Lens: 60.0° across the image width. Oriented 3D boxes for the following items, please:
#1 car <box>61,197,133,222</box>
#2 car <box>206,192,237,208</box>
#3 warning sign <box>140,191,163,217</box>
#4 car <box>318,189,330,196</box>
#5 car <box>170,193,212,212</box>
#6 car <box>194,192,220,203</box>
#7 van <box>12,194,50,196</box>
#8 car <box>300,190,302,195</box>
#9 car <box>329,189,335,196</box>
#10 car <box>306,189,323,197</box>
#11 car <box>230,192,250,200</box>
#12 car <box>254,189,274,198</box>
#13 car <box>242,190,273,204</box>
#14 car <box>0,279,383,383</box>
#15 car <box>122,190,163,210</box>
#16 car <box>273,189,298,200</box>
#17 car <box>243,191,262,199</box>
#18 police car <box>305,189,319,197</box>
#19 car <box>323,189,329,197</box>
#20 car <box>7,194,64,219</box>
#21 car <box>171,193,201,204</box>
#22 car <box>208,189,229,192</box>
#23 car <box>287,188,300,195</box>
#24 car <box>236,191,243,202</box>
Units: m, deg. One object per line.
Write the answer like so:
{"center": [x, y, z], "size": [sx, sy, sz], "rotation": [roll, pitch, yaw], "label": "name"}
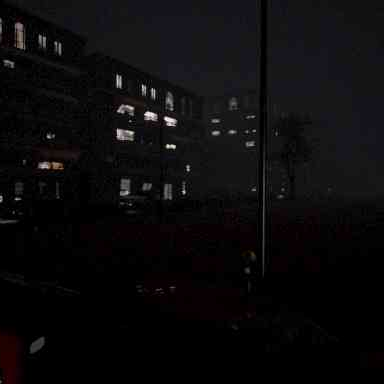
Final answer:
{"center": [-6.653, 1.329, 23.745], "size": [1.947, 1.339, 4.313], "rotation": [2, 2, 35], "label": "car"}
{"center": [2.896, 1.051, 37.452], "size": [2.008, 1.369, 4.403], "rotation": [2, 2, 35], "label": "car"}
{"center": [-3.033, 0.851, 24.820], "size": [1.300, 1.860, 1.060], "rotation": [-1, 0, 35], "label": "warning sign"}
{"center": [33.656, 0.069, 84.792], "size": [1.801, 1.575, 5.366], "rotation": [1, 1, 35], "label": "car"}
{"center": [-0.287, 1.132, 32.882], "size": [1.887, 1.381, 4.507], "rotation": [2, 2, 35], "label": "car"}
{"center": [2.387, 0.808, 51.382], "size": [2.008, 1.369, 4.403], "rotation": [2, 2, 35], "label": "car"}
{"center": [-13.526, 1.035, 28.529], "size": [1.690, 1.788, 3.998], "rotation": [2, 2, 35], "label": "van"}
{"center": [27.852, 0.115, 87.938], "size": [1.887, 1.381, 4.507], "rotation": [2, 2, 35], "label": "car"}
{"center": [34.729, 0.079, 83.145], "size": [1.967, 1.590, 4.097], "rotation": [2, 2, 35], "label": "car"}
{"center": [25.180, 0.446, 69.440], "size": [2.008, 1.369, 4.403], "rotation": [2, 2, 35], "label": "car"}
{"center": [8.753, 0.650, 60.521], "size": [1.947, 1.339, 4.313], "rotation": [2, 2, 35], "label": "car"}
{"center": [15.123, 0.227, 69.654], "size": [2.192, 1.841, 5.009], "rotation": [2, 2, 35], "label": "car"}
{"center": [9.263, 0.877, 46.592], "size": [2.008, 1.369, 4.403], "rotation": [2, 2, 35], "label": "car"}
{"center": [-0.308, 1.544, 3.091], "size": [4.507, 1.381, 1.887], "rotation": [0, 0, 36], "label": "car"}
{"center": [-5.441, 0.772, 35.635], "size": [2.150, 2.045, 5.566], "rotation": [1, 1, 34], "label": "car"}
{"center": [15.727, 0.676, 55.870], "size": [1.752, 1.417, 4.829], "rotation": [2, 2, 35], "label": "car"}
{"center": [11.840, 0.526, 64.950], "size": [1.752, 1.417, 4.829], "rotation": [2, 2, 35], "label": "car"}
{"center": [27.726, 0.191, 76.622], "size": [1.930, 1.638, 5.238], "rotation": [0, 1, 32], "label": "police car"}
{"center": [28.362, 0.361, 74.008], "size": [2.008, 1.369, 4.403], "rotation": [2, 2, 35], "label": "car"}
{"center": [-11.781, 1.230, 26.533], "size": [1.837, 1.490, 4.892], "rotation": [1, 1, 35], "label": "car"}
{"center": [-0.796, 0.910, 46.812], "size": [1.947, 1.339, 4.313], "rotation": [2, 2, 35], "label": "car"}
{"center": [3.443, 0.531, 48.297], "size": [2.150, 2.045, 5.566], "rotation": [1, 1, 36], "label": "car"}
{"center": [24.672, -0.029, 83.362], "size": [2.192, 1.841, 5.009], "rotation": [2, 2, 35], "label": "car"}
{"center": [7.516, 0.644, 48.724], "size": [2.097, 1.767, 4.553], "rotation": [1, 1, 35], "label": "car"}
